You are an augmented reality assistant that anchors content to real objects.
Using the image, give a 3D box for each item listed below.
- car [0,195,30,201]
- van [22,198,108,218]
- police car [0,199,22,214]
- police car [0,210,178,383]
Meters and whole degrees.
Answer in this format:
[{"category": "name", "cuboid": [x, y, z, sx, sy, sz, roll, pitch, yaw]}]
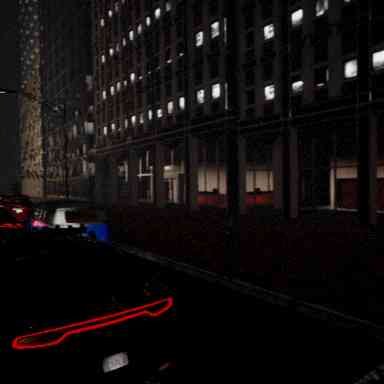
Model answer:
[{"category": "car", "cuboid": [-10.735, 1.106, 19.880, 2.192, 1.841, 5.009, -3, 2, -36]}, {"category": "van", "cuboid": [-4.050, 1.182, 10.686, 1.690, 1.788, 3.998, -3, 2, -36]}, {"category": "police car", "cuboid": [-8.108, 1.305, 13.246, 1.930, 1.638, 5.238, -2, 2, -36]}, {"category": "police car", "cuboid": [-2.228, 1.349, 5.157, 1.930, 1.638, 5.238, -2, 2, -36]}]
